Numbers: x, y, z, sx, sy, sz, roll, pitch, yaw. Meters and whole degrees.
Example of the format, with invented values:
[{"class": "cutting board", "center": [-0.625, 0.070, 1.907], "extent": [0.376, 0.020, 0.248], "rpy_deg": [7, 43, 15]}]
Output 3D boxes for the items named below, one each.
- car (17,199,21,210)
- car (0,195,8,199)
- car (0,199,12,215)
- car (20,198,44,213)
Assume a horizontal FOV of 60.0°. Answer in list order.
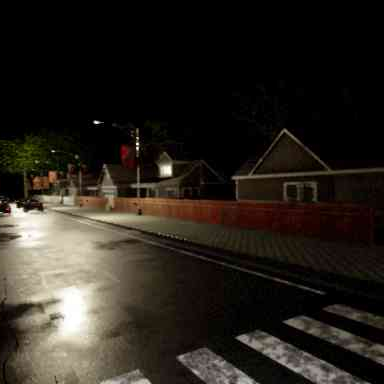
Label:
[{"class": "car", "center": [-23.916, 1.648, 47.652], "extent": [1.882, 1.535, 5.008], "rpy_deg": [-2, 1, -31]}, {"class": "car", "center": [-25.419, 1.455, 43.703], "extent": [2.150, 2.045, 5.566], "rpy_deg": [-2, 1, -31]}, {"class": "car", "center": [-20.023, 1.785, 34.948], "extent": [1.895, 1.301, 4.718], "rpy_deg": [-1, 1, -31]}, {"class": "car", "center": [-18.491, 1.626, 38.805], "extent": [1.837, 1.490, 4.892], "rpy_deg": [-2, 1, -31]}]
